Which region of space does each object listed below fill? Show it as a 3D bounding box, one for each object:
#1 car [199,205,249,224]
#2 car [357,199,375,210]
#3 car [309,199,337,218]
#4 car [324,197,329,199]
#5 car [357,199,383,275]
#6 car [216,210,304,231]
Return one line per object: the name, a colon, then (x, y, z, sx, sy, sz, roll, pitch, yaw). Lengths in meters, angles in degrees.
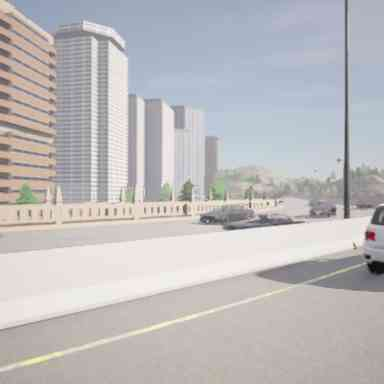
car: (2.903, 1.727, 25.661, 2.033, 1.411, 5.357, 0, 0, 43)
car: (26.742, 1.873, 51.318, 1.882, 1.535, 5.008, 0, 0, 21)
car: (13.060, 1.738, 32.906, 2.128, 1.511, 4.902, 0, 0, 34)
car: (28.590, 1.949, 71.364, 1.882, 1.535, 5.008, 0, 0, 12)
car: (7.009, 1.301, 9.779, 5.566, 2.045, 2.150, 0, 0, -42)
car: (3.574, 1.719, 16.401, 4.718, 1.301, 1.895, 0, -1, -44)
